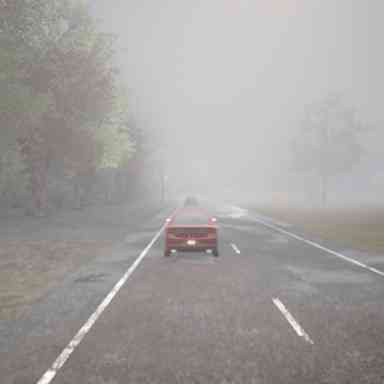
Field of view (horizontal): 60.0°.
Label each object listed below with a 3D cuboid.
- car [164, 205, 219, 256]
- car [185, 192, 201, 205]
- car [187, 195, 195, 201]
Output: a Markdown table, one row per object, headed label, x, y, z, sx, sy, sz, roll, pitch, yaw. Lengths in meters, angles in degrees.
| label | x | y | z | sx | sy | sz | roll | pitch | yaw |
| --- | --- | --- | --- | --- | --- | --- | --- | --- | --- |
| car | -0.022 | 1.480 | 13.205 | 1.882 | 1.535 | 5.008 | 0 | 0 | 0 |
| car | -0.099 | 1.340 | 54.565 | 2.097 | 1.767 | 4.553 | 0 | 0 | 0 |
| car | -0.169 | 1.476 | 89.609 | 2.128 | 1.511 | 4.902 | 0 | 0 | 0 |
